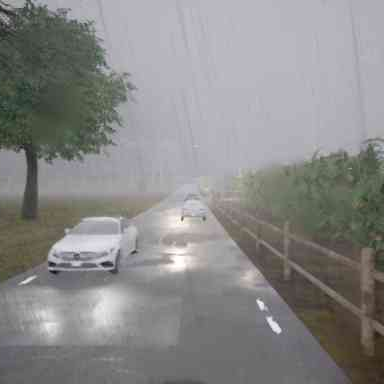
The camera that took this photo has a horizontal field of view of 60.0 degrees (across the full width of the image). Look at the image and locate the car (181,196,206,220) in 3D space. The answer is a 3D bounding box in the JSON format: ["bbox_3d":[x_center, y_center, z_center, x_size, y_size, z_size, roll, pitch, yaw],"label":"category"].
[{"bbox_3d":[0.095,1.340,25.740,1.812,1.442,4.674,0,1,0],"label":"car"}]

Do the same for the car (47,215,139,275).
[{"bbox_3d":[-2.846,1.493,10.519,1.812,1.442,4.674,0,0,0],"label":"car"}]

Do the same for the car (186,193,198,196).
[{"bbox_3d":[0.046,0.937,40.400,2.033,1.649,4.856,0,2,1],"label":"car"}]
